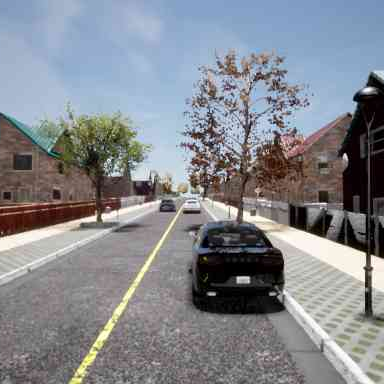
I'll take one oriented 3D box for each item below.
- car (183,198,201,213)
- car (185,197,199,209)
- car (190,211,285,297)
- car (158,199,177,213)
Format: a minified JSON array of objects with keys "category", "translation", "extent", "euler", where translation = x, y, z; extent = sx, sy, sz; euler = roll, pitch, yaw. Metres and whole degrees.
[{"category":"car","translation":[0.008,1.573,36.944],"extent":[1.812,1.442,4.674],"euler":[0,0,0]},{"category":"car","translation":[-0.032,1.541,47.185],"extent":[1.882,1.535,5.008],"euler":[0,0,0]},{"category":"car","translation":[0.948,1.487,8.664],"extent":[1.882,1.535,5.008],"euler":[0,0,0]},{"category":"car","translation":[-2.820,1.554,38.720],"extent":[1.837,1.490,4.892],"euler":[0,0,0]}]
